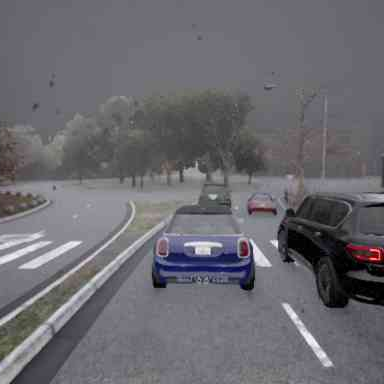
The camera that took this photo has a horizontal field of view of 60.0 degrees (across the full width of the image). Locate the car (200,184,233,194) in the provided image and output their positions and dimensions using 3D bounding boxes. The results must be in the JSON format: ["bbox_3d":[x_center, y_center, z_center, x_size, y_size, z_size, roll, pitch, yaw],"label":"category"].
[{"bbox_3d":[1.786,0.378,24.631,2.150,2.045,5.566,1,3,8],"label":"car"}]

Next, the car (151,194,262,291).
[{"bbox_3d":[0.306,1.090,8.528,2.097,1.767,4.553,0,2,3],"label":"car"}]

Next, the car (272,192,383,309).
[{"bbox_3d":[3.494,1.002,7.423,2.150,2.045,5.566,0,2,2],"label":"car"}]

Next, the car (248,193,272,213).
[{"bbox_3d":[5.001,0.767,24.095,1.994,1.385,4.181,1,3,8],"label":"car"}]
